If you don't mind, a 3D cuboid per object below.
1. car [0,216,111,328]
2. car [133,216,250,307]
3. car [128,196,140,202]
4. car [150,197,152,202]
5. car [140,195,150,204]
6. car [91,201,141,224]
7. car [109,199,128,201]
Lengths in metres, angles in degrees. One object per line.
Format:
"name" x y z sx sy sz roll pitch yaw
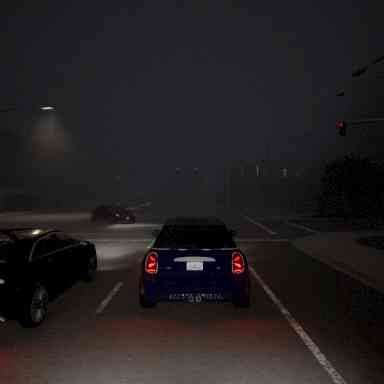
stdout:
"car" -3.447 1.503 6.993 2.128 1.511 4.902 0 0 0
"car" 0.058 1.364 8.133 2.097 1.767 4.553 0 0 0
"car" -10.688 1.855 57.383 1.882 1.535 5.008 0 0 0
"car" -10.648 1.656 78.721 2.128 1.511 4.902 0 1 0
"car" -10.628 1.619 68.596 2.097 1.767 4.553 0 1 0
"car" -6.291 1.675 26.059 1.812 1.442 4.674 0 0 -43
"car" -10.684 1.699 45.934 2.097 1.767 4.553 0 0 0
